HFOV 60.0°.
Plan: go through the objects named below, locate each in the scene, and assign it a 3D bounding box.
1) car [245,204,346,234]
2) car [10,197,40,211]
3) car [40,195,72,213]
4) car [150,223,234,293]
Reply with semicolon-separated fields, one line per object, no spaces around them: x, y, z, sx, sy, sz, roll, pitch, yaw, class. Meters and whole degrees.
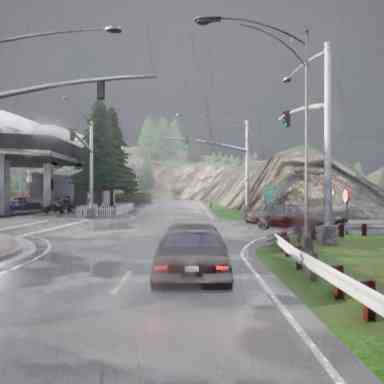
5.483;1.380;18.161;5.357;1.411;2.033;-1;0;45;car
-20.230;1.494;40.589;2.242;1.667;4.611;0;0;-1;car
-14.524;1.325;36.310;1.905;1.878;3.866;0;0;-1;car
0.011;1.550;8.997;2.033;1.411;5.357;0;0;0;car
